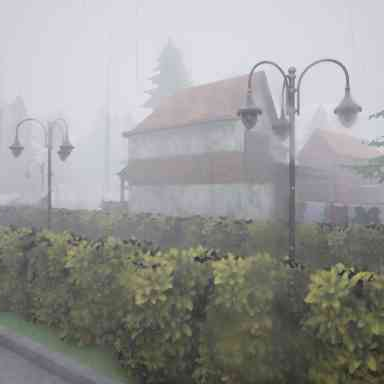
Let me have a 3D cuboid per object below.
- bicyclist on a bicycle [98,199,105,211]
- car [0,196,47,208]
[{"bbox_3d":[-7.842,1.463,29.529,1.656,1.620,0.582,0,0,36],"label":"bicyclist on a bicycle"},{"bbox_3d":[-16.083,1.378,30.856,2.150,2.045,5.566,0,1,36],"label":"car"}]
